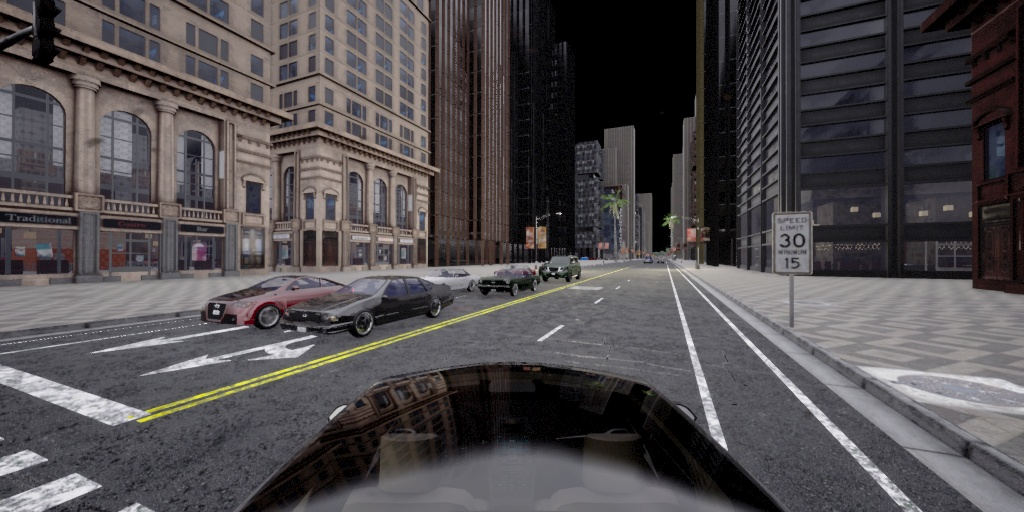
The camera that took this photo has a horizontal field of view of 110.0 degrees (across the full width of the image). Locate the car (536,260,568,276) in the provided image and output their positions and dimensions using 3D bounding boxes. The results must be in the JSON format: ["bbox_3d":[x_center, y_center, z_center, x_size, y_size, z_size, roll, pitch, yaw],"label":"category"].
[{"bbox_3d":[4.319,1.251,37.935,1.882,1.535,5.008,0,0,24],"label":"car"}]

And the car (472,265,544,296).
[{"bbox_3d":[-0.040,1.358,19.519,1.895,1.301,4.718,0,0,23],"label":"car"}]

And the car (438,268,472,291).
[{"bbox_3d":[-3.626,1.357,19.398,1.895,1.301,4.718,0,0,23],"label":"car"}]

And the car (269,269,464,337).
[{"bbox_3d":[-3.800,1.299,10.698,2.033,1.411,5.357,0,0,23],"label":"car"}]

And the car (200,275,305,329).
[{"bbox_3d":[-7.057,1.316,11.337,1.994,1.385,4.181,0,0,23],"label":"car"}]

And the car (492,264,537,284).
[{"bbox_3d":[0.283,1.364,28.561,1.895,1.301,4.718,0,0,23],"label":"car"}]

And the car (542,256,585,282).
[{"bbox_3d":[4.158,0.987,29.357,2.150,2.045,5.566,0,0,23],"label":"car"}]
